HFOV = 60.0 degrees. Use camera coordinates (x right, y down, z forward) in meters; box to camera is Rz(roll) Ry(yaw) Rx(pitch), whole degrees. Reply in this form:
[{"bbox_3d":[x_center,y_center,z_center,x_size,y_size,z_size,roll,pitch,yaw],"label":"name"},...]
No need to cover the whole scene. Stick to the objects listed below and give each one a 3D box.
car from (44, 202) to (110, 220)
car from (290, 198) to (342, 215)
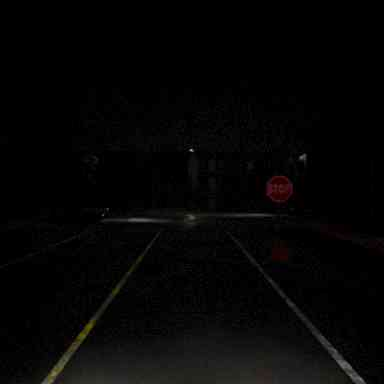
[{"bbox_3d":[-8.875,1.442,25.855,4.718,1.301,1.895,0,0,13],"label":"car"},{"bbox_3d":[11.460,1.305,30.173,4.902,1.511,2.128,0,0,-3],"label":"car"}]
